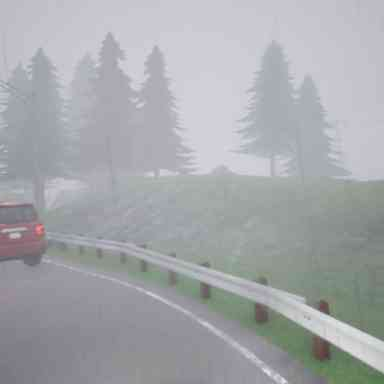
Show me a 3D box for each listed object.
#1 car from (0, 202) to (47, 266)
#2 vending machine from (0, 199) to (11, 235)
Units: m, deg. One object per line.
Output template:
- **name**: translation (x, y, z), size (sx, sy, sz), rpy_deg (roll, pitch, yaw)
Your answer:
- **car**: translation (-6.881, 1.377, 10.951), size (5.566, 2.045, 2.150), rpy_deg (-2, -1, 41)
- **vending machine**: translation (-11.438, 1.453, 19.537), size (0.880, 2.100, 1.100), rpy_deg (-1, 0, 42)
